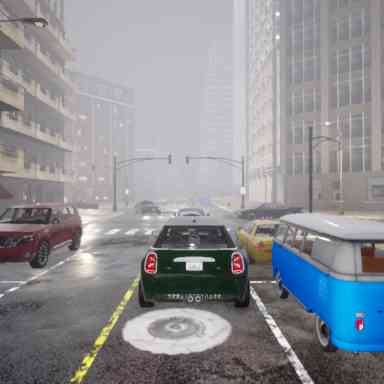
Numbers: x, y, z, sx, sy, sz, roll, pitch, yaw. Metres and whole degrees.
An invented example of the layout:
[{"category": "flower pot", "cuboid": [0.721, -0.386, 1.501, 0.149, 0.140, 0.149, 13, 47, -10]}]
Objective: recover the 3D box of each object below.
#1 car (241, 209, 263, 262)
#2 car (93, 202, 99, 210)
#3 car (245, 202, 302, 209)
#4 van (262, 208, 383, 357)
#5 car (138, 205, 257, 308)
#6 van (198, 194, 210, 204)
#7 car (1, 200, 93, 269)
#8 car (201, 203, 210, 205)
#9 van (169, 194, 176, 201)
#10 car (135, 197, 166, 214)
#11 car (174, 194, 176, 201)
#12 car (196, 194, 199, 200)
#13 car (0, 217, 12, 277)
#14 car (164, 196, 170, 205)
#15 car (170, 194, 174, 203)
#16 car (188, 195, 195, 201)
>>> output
[{"category": "car", "cuboid": [2.549, 1.531, 11.584, 1.752, 1.417, 4.829, 0, 0, 0]}, {"category": "car", "cuboid": [-14.448, 1.715, 45.233, 4.181, 1.385, 1.994, -1, -1, 41]}, {"category": "car", "cuboid": [5.924, 1.489, 25.821, 5.357, 1.411, 2.033, -1, 0, -7]}, {"category": "van", "cuboid": [2.561, 1.343, 5.877, 1.690, 1.788, 3.998, 0, 0, 0]}, {"category": "car", "cuboid": [0.050, 1.355, 8.098, 2.097, 1.767, 4.553, 0, 0, 0]}, {"category": "van", "cuboid": [2.464, 1.426, 60.409, 1.690, 1.788, 3.998, 0, 0, 0]}, {"category": "car", "cuboid": [-5.329, 1.320, 11.394, 2.192, 1.841, 5.009, 0, 0, 0]}, {"category": "car", "cuboid": [-0.030, 1.536, 17.141, 1.812, 1.442, 4.674, 0, 0, 0]}, {"category": "van", "cuboid": [-5.474, 1.538, 93.709, 1.690, 1.788, 3.998, 0, 0, 0]}, {"category": "car", "cuboid": [-4.547, 1.534, 33.958, 1.837, 1.490, 4.892, 0, 0, -23]}, {"category": "car", "cuboid": [-5.446, 1.702, 77.053, 1.947, 1.339, 4.313, 0, 0, 0]}, {"category": "car", "cuboid": [2.425, 1.700, 82.618, 1.887, 1.381, 4.507, 0, 0, 0]}, {"category": "car", "cuboid": [-5.320, 1.442, 5.858, 1.967, 1.590, 4.097, 0, 0, 0]}, {"category": "car", "cuboid": [-5.416, 1.610, 60.225, 1.752, 1.417, 4.829, 0, 0, 0]}, {"category": "car", "cuboid": [-5.436, 1.558, 71.501, 1.967, 1.590, 4.097, 0, 0, 0]}, {"category": "car", "cuboid": [-0.161, 1.672, 93.116, 1.882, 1.535, 5.008, 0, 0, 0]}]
